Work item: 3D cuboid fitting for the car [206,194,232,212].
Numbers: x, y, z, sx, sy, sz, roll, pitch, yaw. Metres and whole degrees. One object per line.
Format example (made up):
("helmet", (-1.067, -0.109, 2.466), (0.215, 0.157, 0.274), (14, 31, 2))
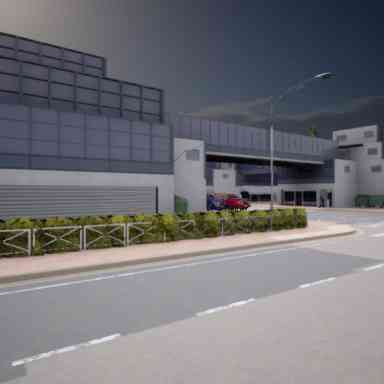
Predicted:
("car", (1.624, 1.218, 37.879), (2.150, 2.045, 5.566), (0, 0, -36))

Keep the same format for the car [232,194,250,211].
("car", (4.451, 1.218, 39.942), (2.150, 2.045, 5.566), (0, 0, -36))

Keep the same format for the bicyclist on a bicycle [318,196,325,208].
("bicyclist on a bicycle", (16.640, 1.299, 42.703), (1.656, 1.620, 0.582), (0, 0, -36))
